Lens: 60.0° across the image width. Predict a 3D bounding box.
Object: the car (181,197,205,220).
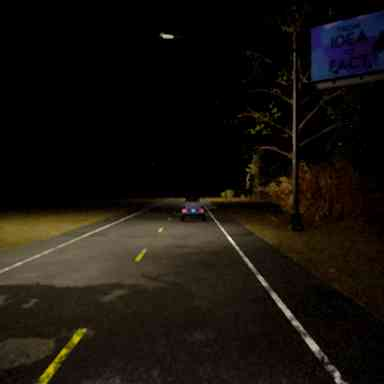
[{"bbox_3d":[0.085,1.385,26.389,2.033,1.411,5.357,0,0,0],"label":"car"}]
